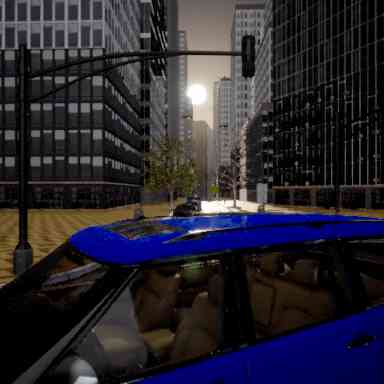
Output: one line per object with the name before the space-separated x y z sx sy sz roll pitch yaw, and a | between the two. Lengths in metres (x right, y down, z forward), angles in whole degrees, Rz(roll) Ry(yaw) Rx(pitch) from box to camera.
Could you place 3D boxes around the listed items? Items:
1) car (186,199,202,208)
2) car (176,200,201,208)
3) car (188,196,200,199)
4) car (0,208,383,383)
car | -0.115 1.774 35.644 1.812 1.442 4.674 0 0 2
car | -0.462 1.652 25.430 1.882 1.535 5.008 0 0 2
car | 0.320 1.565 48.368 2.150 2.045 5.566 0 0 2
car | -0.243 1.247 2.682 5.566 2.045 2.150 0 0 -27
